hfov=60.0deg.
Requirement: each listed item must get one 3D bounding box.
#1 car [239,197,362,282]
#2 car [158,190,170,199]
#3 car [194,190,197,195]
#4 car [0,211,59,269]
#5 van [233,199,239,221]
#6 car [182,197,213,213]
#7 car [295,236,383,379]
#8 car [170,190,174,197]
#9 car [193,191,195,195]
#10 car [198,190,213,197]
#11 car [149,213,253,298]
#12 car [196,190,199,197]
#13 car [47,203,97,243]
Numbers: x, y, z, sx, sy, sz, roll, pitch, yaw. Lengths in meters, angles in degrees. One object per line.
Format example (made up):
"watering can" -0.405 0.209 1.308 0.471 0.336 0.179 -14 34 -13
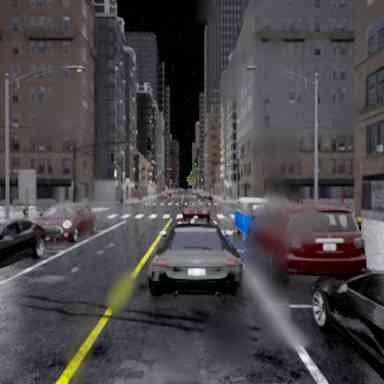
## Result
"car" 2.865 1.202 9.303 2.192 1.841 5.009 0 1 0
"car" -6.152 0.641 69.849 1.967 1.590 4.097 0 1 -1
"car" 2.130 0.663 81.326 1.802 1.307 4.206 0 1 -1
"car" -5.662 1.453 9.305 1.947 1.339 4.313 0 1 0
"van" 2.868 1.162 14.827 1.690 1.788 3.998 0 1 0
"car" 0.473 1.312 23.964 1.895 1.301 4.718 0 1 6
"car" 2.861 1.519 3.783 1.947 1.339 4.313 0 1 0
"car" -6.514 0.348 86.809 2.192 1.841 5.009 0 1 -1
"car" 2.009 0.576 86.979 1.887 1.381 4.507 0 0 -1
"car" 2.612 0.762 58.715 1.967 1.590 4.097 0 1 -1
"car" 0.103 1.463 8.316 1.994 1.385 4.181 0 1 0
"car" 2.372 0.781 70.024 1.802 1.307 4.206 0 1 -1
"car" -5.658 1.261 14.828 1.967 1.590 4.097 0 1 0
